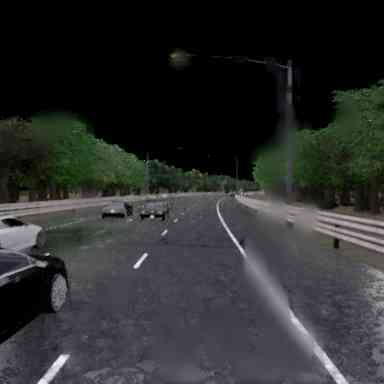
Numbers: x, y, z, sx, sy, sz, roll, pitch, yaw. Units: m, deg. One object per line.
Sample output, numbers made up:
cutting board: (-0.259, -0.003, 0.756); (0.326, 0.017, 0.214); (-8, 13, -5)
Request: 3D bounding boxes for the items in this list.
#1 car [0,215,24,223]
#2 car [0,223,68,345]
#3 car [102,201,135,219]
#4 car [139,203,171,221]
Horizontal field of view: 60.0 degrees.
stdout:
car: (-6.767, 1.488, 11.312); (1.812, 1.442, 4.674); (0, 0, 1)
car: (-3.357, 1.476, 4.652); (2.128, 1.511, 4.902); (0, 0, 0)
car: (-6.212, 1.458, 28.379); (1.994, 1.385, 4.181); (0, 0, 3)
car: (-2.808, 1.507, 26.329); (1.895, 1.301, 4.718); (0, 0, 2)
